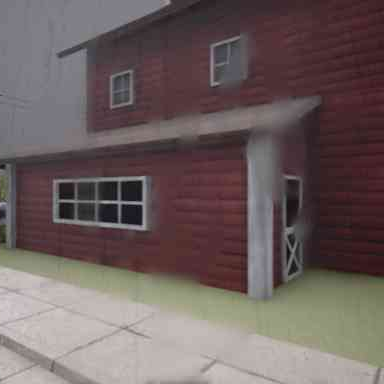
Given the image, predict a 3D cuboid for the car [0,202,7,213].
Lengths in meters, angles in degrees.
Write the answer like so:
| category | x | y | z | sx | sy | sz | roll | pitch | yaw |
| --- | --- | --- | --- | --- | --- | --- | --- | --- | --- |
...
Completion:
| category | x | y | z | sx | sy | sz | roll | pitch | yaw |
| --- | --- | --- | --- | --- | --- | --- | --- | --- | --- |
| car | -14.821 | 1.543 | 26.685 | 1.837 | 1.490 | 4.892 | 0 | 0 | 37 |
